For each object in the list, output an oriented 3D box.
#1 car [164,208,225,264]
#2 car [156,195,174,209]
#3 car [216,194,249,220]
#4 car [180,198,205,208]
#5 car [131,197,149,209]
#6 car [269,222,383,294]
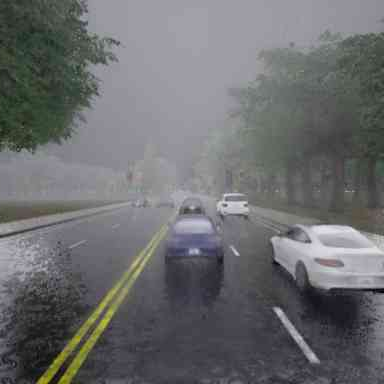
[{"bbox_3d":[0.064,1.500,11.633,1.812,1.442,4.674,0,0,0],"label":"car"},{"bbox_3d":[-3.459,1.255,43.419,2.097,1.767,4.553,0,0,0],"label":"car"},{"bbox_3d":[3.281,1.160,27.611,2.150,2.045,5.566,0,0,0],"label":"car"},{"bbox_3d":[0.027,1.290,28.320,2.097,1.767,4.553,0,0,0],"label":"car"},{"bbox_3d":[-6.708,1.396,43.165,2.128,1.511,4.902,0,0,0],"label":"car"},{"bbox_3d":[3.304,1.507,8.602,1.812,1.442,4.674,0,0,0],"label":"car"}]
